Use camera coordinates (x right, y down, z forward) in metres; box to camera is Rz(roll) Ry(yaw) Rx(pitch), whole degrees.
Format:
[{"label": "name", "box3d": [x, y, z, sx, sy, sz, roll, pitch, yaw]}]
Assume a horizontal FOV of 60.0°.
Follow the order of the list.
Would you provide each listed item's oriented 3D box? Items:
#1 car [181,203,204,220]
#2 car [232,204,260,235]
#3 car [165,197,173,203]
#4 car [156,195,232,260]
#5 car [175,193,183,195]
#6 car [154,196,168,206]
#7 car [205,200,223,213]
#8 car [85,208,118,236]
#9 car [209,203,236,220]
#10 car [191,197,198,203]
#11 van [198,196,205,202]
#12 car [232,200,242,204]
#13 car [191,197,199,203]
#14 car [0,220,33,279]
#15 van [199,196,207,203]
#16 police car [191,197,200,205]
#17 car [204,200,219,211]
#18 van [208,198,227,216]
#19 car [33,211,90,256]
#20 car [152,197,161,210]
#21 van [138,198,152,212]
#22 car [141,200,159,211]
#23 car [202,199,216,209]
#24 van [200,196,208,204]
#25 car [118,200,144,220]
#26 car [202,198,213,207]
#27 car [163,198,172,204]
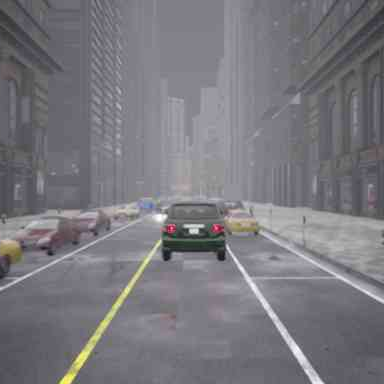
[{"label": "car", "box3d": [0.045, 1.786, 30.961, 1.895, 1.301, 4.718, 0, 0, 0]}, {"label": "car", "box3d": [2.733, 1.639, 19.255, 1.752, 1.417, 4.829, 0, 0, 0]}, {"label": "car", "box3d": [-5.900, 2.066, 86.313, 1.752, 1.417, 4.829, 0, 0, 0]}, {"label": "car", "box3d": [0.068, 1.299, 12.954, 2.150, 2.045, 5.566, 0, 0, 0]}, {"label": "car", "box3d": [-3.126, 1.339, 80.166, 2.150, 2.045, 5.566, 0, 0, 0]}, {"label": "car", "box3d": [-5.864, 1.706, 64.009, 2.192, 1.841, 5.009, 0, 0, 0]}, {"label": "car", "box3d": [2.698, 1.795, 41.559, 1.887, 1.381, 4.507, 0, 0, 0]}, {"label": "car", "box3d": [-5.791, 1.694, 19.059, 1.802, 1.307, 4.206, 0, 0, 0]}, {"label": "car", "box3d": [2.716, 1.732, 30.322, 2.008, 1.369, 4.403, 0, 0, 0]}, {"label": "car", "box3d": [0.758, 2.091, 89.701, 1.812, 1.442, 4.674, 0, 0, 0]}, {"label": "van", "box3d": [2.616, 1.923, 92.124, 1.690, 1.788, 3.998, 0, 0, 0]}, {"label": "car", "box3d": [2.725, 1.462, 24.705, 2.192, 1.841, 5.009, 0, 0, 0]}, {"label": "car", "box3d": [0.768, 2.029, 83.701, 1.837, 1.490, 4.892, 0, 0, 0]}, {"label": "car", "box3d": [-5.773, 1.569, 7.652, 1.752, 1.417, 4.829, 0, 0, 0]}, {"label": "van", "box3d": [2.634, 1.845, 80.888, 1.690, 1.788, 3.998, 0, 0, 0]}, {"label": "police car", "box3d": [0.784, 1.882, 73.812, 1.930, 1.638, 5.238, 0, 0, 0]}, {"label": "car", "box3d": [2.689, 1.830, 47.177, 1.887, 1.381, 4.507, 0, 0, 0]}, {"label": "van", "box3d": [2.707, 1.557, 35.942, 1.690, 1.788, 3.998, 0, 0, 0]}, {"label": "car", "box3d": [-5.782, 1.660, 13.440, 1.802, 1.307, 4.206, 0, 0, 0]}, {"label": "car", "box3d": [-3.155, 1.728, 39.370, 2.128, 1.511, 4.902, 0, 0, 0]}, {"label": "van", "box3d": [-5.827, 1.591, 41.535, 1.690, 1.788, 3.998, 0, 0, 0]}, {"label": "car", "box3d": [-5.836, 1.835, 47.152, 2.008, 1.369, 4.403, 0, 0, 0]}, {"label": "car", "box3d": [2.680, 1.871, 52.789, 2.008, 1.369, 4.403, 0, 0, 0]}, {"label": "van", "box3d": [2.643, 1.807, 75.269, 1.690, 1.788, 3.998, 0, 0, 0]}, {"label": "car", "box3d": [-5.809, 1.705, 30.127, 1.752, 1.417, 4.829, 0, 0, 0]}, {"label": "car", "box3d": [2.670, 1.882, 58.584, 1.752, 1.417, 4.829, 0, 0, 0]}, {"label": "car", "box3d": [-5.891, 2.070, 80.864, 1.947, 1.339, 4.313, 0, 0, 0]}]
